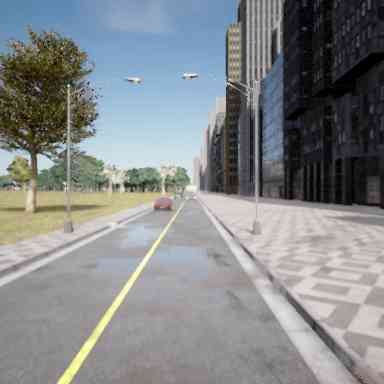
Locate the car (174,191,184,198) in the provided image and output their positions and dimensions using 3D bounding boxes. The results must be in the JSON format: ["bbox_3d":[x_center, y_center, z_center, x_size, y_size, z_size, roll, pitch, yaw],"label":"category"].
[{"bbox_3d":[-3.033,0.810,77.573,2.150,2.045,5.566,0,0,0],"label":"car"}]

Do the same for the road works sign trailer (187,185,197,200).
[{"bbox_3d":[-0.033,0.130,78.746,2.380,3.560,2.880,0,0,0],"label":"road works sign trailer"}]

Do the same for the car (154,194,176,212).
[{"bbox_3d":[-3.106,1.335,36.918,1.882,1.535,5.008,0,0,0],"label":"car"}]
